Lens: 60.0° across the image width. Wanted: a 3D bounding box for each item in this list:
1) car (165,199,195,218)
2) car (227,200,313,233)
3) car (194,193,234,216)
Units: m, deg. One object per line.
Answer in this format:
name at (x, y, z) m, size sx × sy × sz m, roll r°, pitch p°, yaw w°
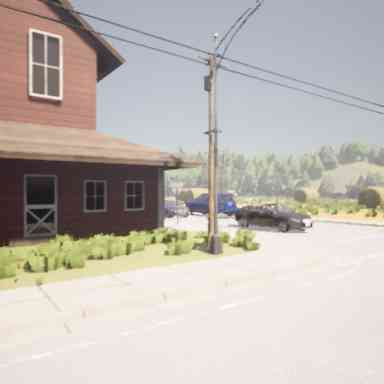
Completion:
car at (-2.086, 1.450, 28.426) m, size 1.812 × 1.442 × 4.674 m, roll 0°, pitch 0°, yaw -36°
car at (4.597, 1.420, 19.219) m, size 2.128 × 1.511 × 4.902 m, roll 0°, pitch 0°, yaw -36°
car at (1.559, 1.136, 29.712) m, size 2.150 × 2.045 × 5.566 m, roll 0°, pitch 0°, yaw -37°
